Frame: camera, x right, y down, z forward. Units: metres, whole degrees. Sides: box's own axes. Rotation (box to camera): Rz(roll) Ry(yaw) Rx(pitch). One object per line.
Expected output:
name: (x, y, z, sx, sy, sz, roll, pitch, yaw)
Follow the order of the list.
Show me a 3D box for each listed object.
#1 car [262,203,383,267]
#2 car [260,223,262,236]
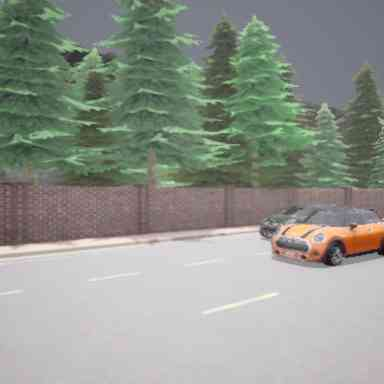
car: (4.903, 1.353, 11.522, 4.553, 1.767, 2.097, 0, 0, -33)
car: (5.450, 1.353, 15.991, 4.553, 1.767, 2.097, 0, 0, -31)
